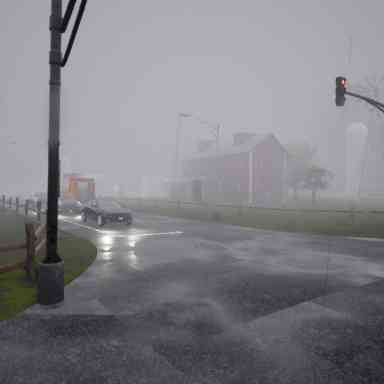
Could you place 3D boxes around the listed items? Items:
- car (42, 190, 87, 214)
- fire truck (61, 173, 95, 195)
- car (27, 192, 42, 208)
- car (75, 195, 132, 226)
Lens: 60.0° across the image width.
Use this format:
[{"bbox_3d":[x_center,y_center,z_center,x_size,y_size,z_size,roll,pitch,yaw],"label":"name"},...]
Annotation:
[{"bbox_3d":[-11.129,0.934,28.832,2.097,1.767,4.553,1,0,-35],"label":"car"},{"bbox_3d":[-14.284,-0.146,39.537,2.891,3.827,8.468,1,0,-35],"label":"fire truck"},{"bbox_3d":[-16.885,0.805,36.952,2.097,1.767,4.553,1,0,-35],"label":"car"},{"bbox_3d":[-5.444,1.189,20.819,1.882,1.535,5.008,1,0,-35],"label":"car"}]
